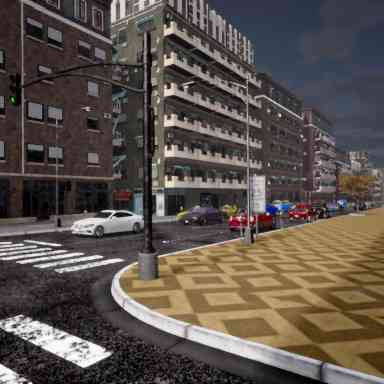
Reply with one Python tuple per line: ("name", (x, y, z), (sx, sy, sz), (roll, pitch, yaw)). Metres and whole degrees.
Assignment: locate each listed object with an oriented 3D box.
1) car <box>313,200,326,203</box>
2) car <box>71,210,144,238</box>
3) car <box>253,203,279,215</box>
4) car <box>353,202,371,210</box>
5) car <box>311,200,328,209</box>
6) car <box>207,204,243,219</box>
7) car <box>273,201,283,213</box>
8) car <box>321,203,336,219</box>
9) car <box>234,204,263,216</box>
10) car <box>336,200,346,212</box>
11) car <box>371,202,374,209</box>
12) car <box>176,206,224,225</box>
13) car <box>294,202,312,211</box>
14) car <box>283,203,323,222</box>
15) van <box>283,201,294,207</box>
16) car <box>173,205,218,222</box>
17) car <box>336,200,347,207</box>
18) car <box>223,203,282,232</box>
("car", (17.650, 2.267, 46.058), (1.837, 1.490, 4.892), (-1, -1, 35))
("car", (-4.766, 1.778, 19.475), (1.812, 1.442, 4.674), (-1, -1, 34))
("car", (10.221, 2.289, 45.486), (1.887, 1.381, 4.507), (-2, -2, 35))
("car", (29.967, 2.583, 59.273), (1.947, 1.339, 4.313), (-2, -2, 35))
("car", (26.372, 2.501, 68.665), (2.192, 1.841, 5.009), (-2, -2, 35))
("car", (3.663, 2.090, 36.077), (1.752, 1.417, 4.829), (-2, -2, 35))
("car", (8.382, 2.088, 38.328), (1.882, 1.535, 5.008), (-1, -1, 35))
("car", (13.814, 2.141, 36.101), (1.947, 1.339, 4.313), (-2, -2, 35))
("car", (6.991, 2.222, 40.851), (1.947, 1.339, 4.313), (-2, -2, 35))
("car", (23.454, 2.468, 54.398), (2.033, 1.411, 5.357), (-1, -1, 36))
("car", (36.428, 2.745, 68.542), (2.008, 1.369, 4.403), (-2, -2, 35))
("car", (1.118, 1.960, 27.928), (2.033, 1.411, 5.357), (-1, -1, 35))
("car", (19.913, 2.554, 59.390), (1.887, 1.381, 4.507), (-2, -2, 35))
("car", (10.583, 2.032, 31.467), (1.887, 1.381, 4.507), (-2, -2, 35))
("van", (13.450, 2.174, 50.126), (1.690, 1.788, 3.998), (-2, -2, 35))
("car", (0.432, 2.002, 31.444), (1.752, 1.417, 4.829), (-2, -2, 35))
("car", (39.198, 2.882, 87.141), (1.690, 1.788, 3.998), (-2, -2, 35))
("car", (4.121, 1.751, 22.201), (1.967, 1.590, 4.097), (-2, -2, 35))
